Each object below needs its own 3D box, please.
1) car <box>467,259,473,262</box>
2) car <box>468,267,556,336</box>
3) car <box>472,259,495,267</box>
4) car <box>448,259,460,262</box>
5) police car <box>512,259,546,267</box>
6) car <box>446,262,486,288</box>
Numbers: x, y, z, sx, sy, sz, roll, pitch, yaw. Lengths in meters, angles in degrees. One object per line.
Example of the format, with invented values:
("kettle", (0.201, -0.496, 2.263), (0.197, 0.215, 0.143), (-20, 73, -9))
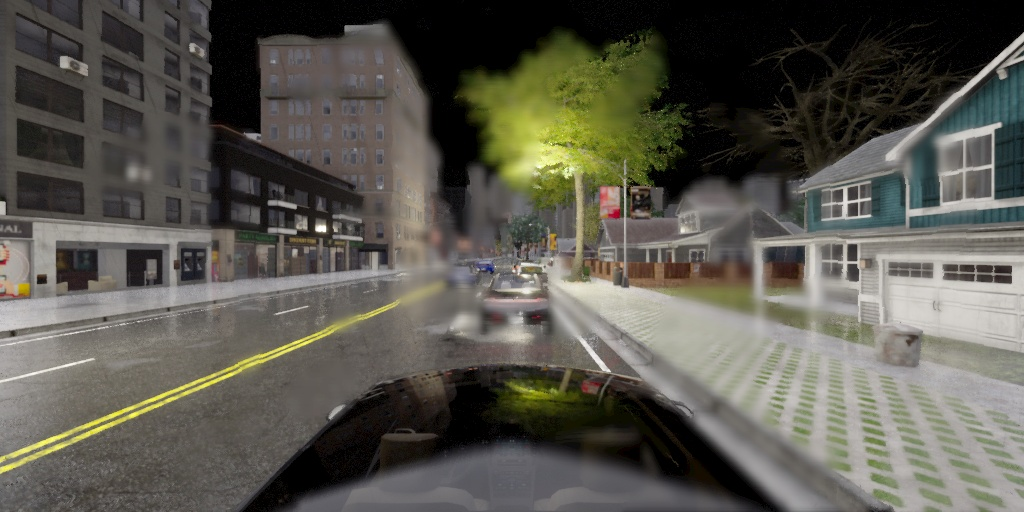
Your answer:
("car", (-6.344, 1.251, 56.939), (2.033, 1.411, 5.357), (0, 0, 0))
("car", (0.136, 1.238, 10.438), (2.128, 1.511, 4.902), (0, 0, 0))
("car", (-2.982, 1.197, 40.408), (1.882, 1.535, 5.008), (0, 0, 0))
("car", (-9.572, 1.265, 59.456), (1.994, 1.385, 4.181), (0, 0, 1))
("police car", (1.057, 1.164, 20.686), (1.930, 1.638, 5.238), (0, 0, 0))
("car", (-3.056, 1.300, 23.466), (1.994, 1.385, 4.181), (0, 0, 0))
